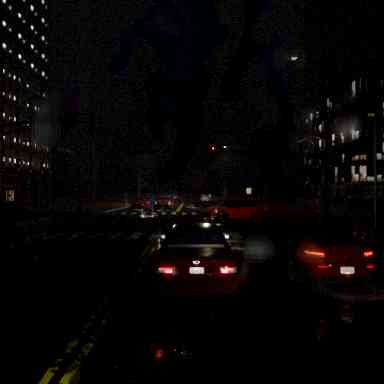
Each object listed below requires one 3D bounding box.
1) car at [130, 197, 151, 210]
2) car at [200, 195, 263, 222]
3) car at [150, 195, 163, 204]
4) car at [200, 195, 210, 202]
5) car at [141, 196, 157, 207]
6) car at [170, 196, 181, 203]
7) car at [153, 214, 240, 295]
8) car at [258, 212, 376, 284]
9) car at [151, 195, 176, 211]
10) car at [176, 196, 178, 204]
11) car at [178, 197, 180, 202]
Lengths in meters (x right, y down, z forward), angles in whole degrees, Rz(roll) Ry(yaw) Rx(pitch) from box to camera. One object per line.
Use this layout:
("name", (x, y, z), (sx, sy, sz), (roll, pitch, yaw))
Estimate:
("car", (-6.658, 1.432, 42.238), (1.882, 1.535, 5.008), (0, 0, 0))
("car", (3.044, 1.357, 24.902), (4.553, 1.767, 2.097), (0, 1, -22))
("car", (-6.674, 1.413, 62.523), (1.837, 1.490, 4.892), (0, 0, 0))
("car", (2.923, 1.400, 74.517), (1.812, 1.442, 4.674), (0, 0, -2))
("car", (-6.671, 1.459, 52.158), (1.812, 1.442, 4.674), (0, 0, 0))
("car", (-3.433, 1.456, 69.162), (1.994, 1.385, 4.181), (0, 0, -1))
("car", (0.088, 1.542, 8.865), (2.033, 1.411, 5.357), (0, 0, 0))
("car", (3.336, 1.520, 9.450), (1.812, 1.442, 4.674), (0, 0, 0))
("car", (-3.403, 1.310, 40.616), (2.097, 1.767, 4.553), (0, 0, 0))
("car", (-3.414, 1.444, 49.508), (1.837, 1.490, 4.892), (0, 0, 0))
("car", (-3.418, 1.408, 59.128), (2.128, 1.511, 4.902), (0, 0, 0))
